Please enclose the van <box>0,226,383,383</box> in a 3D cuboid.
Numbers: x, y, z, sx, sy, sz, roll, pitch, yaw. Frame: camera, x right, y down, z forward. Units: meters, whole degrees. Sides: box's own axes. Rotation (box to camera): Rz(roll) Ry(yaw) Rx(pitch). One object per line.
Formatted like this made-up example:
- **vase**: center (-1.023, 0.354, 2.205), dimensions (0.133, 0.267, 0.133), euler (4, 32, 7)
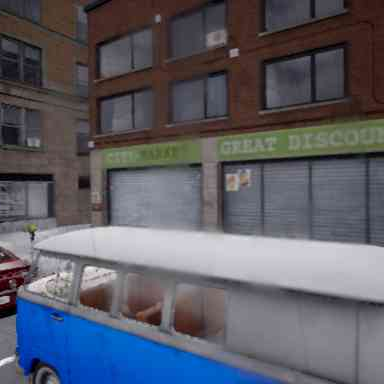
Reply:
- **van**: center (-0.047, 1.298, 3.149), dimensions (3.998, 1.788, 1.690), euler (0, 1, 34)
